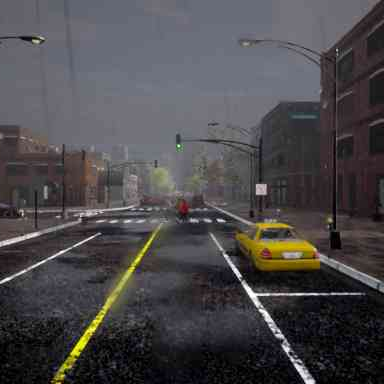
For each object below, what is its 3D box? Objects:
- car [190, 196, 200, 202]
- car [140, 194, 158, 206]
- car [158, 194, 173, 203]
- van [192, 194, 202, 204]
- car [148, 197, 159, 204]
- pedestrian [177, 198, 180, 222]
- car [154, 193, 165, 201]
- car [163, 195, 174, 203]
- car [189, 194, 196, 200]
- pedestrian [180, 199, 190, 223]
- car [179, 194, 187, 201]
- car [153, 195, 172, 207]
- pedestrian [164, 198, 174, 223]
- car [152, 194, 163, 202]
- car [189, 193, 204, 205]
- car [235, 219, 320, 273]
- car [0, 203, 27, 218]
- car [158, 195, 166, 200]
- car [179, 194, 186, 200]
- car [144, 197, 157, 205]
[{"bbox_3d":[0.615,1.535,76.076,2.008,1.369,4.403,-1,0,-2],"label":"car"},{"bbox_3d":[-7.158,1.304,53.679,2.192,1.841,5.009,-1,0,-2],"label":"car"},{"bbox_3d":[-4.731,1.465,61.001,1.882,1.535,5.008,0,0,-1],"label":"car"},{"bbox_3d":[0.916,1.328,64.992,1.690,1.788,3.998,-1,0,-2],"label":"van"},{"bbox_3d":[-7.460,1.569,64.763,1.802,1.307,4.206,-1,0,-2],"label":"car"},{"bbox_3d":[-0.870,1.290,24.922,0.375,1.860,0.375,-1,1,-2],"label":"pedestrian"},{"bbox_3d":[-7.916,1.297,81.389,2.192,1.841,5.009,-1,0,-2],"label":"car"},{"bbox_3d":[-4.943,1.510,71.130,2.128,1.511,4.902,0,0,-2],"label":"car"},{"bbox_3d":[0.159,1.419,92.701,1.967,1.590,4.097,-1,0,-2],"label":"car"},{"bbox_3d":[-0.493,1.290,23.590,0.375,1.860,0.375,-1,1,-2],"label":"pedestrian"},{"bbox_3d":[-2.178,1.504,79.813,2.128,1.511,4.902,0,0,-2],"label":"car"},{"bbox_3d":[-4.490,1.554,51.203,1.994,1.385,4.181,0,0,-2],"label":"car"},{"bbox_3d":[-1.698,1.291,24.297,0.375,1.860,0.375,-1,1,-2],"label":"pedestrian"},{"bbox_3d":[-7.766,1.299,75.847,2.192,1.841,5.009,-1,0,-2],"label":"car"},{"bbox_3d":[1.067,1.303,59.450,2.192,1.841,5.009,-1,0,-2],"label":"car"},{"bbox_3d":[2.408,1.524,10.501,1.752,1.417,4.829,-1,0,-2],"label":"car"},{"bbox_3d":[-19.069,1.794,32.367,5.357,1.411,2.033,-1,1,-2],"label":"car"},{"bbox_3d":[-8.217,1.524,92.472,1.887,1.381,4.507,-1,0,-2],"label":"car"},{"bbox_3d":[-2.461,1.354,90.225,1.882,1.535,5.008,0,0,-2],"label":"car"},{"bbox_3d":[-7.308,1.533,59.221,1.887,1.381,4.507,-1,0,-2],"label":"car"}]
